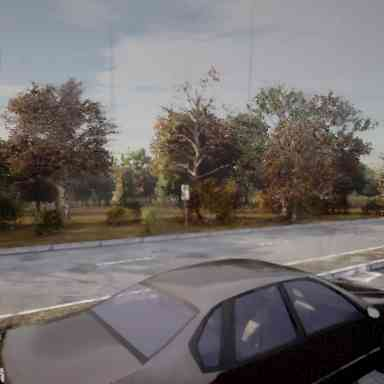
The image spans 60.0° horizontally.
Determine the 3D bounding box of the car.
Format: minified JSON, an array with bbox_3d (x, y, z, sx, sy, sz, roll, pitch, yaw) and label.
[{"bbox_3d":[0.670,1.564,3.914,5.357,1.411,2.033,0,0,-35],"label":"car"}]
